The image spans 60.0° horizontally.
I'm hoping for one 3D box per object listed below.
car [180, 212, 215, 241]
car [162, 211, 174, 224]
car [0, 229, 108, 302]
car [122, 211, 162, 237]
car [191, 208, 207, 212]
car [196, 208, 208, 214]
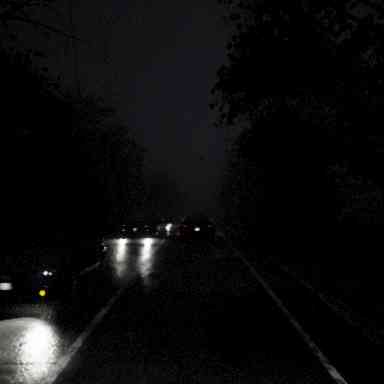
[{"bbox_3d":[0.305,2.066,19.856,1.994,1.385,4.181,0,-3,1],"label":"car"},{"bbox_3d":[-3.101,2.920,38.095,1.994,1.385,4.181,0,-3,1],"label":"car"},{"bbox_3d":[-3.519,1.641,8.287,1.994,1.385,4.181,0,-1,1],"label":"car"},{"bbox_3d":[-3.354,2.101,22.123,1.837,1.490,4.892,0,-3,1],"label":"car"},{"bbox_3d":[0.494,2.930,39.440,2.033,1.411,5.357,0,-3,1],"label":"car"},{"bbox_3d":[2.450,4.538,80.215,1.812,1.442,4.674,1,-2,17],"label":"car"}]
